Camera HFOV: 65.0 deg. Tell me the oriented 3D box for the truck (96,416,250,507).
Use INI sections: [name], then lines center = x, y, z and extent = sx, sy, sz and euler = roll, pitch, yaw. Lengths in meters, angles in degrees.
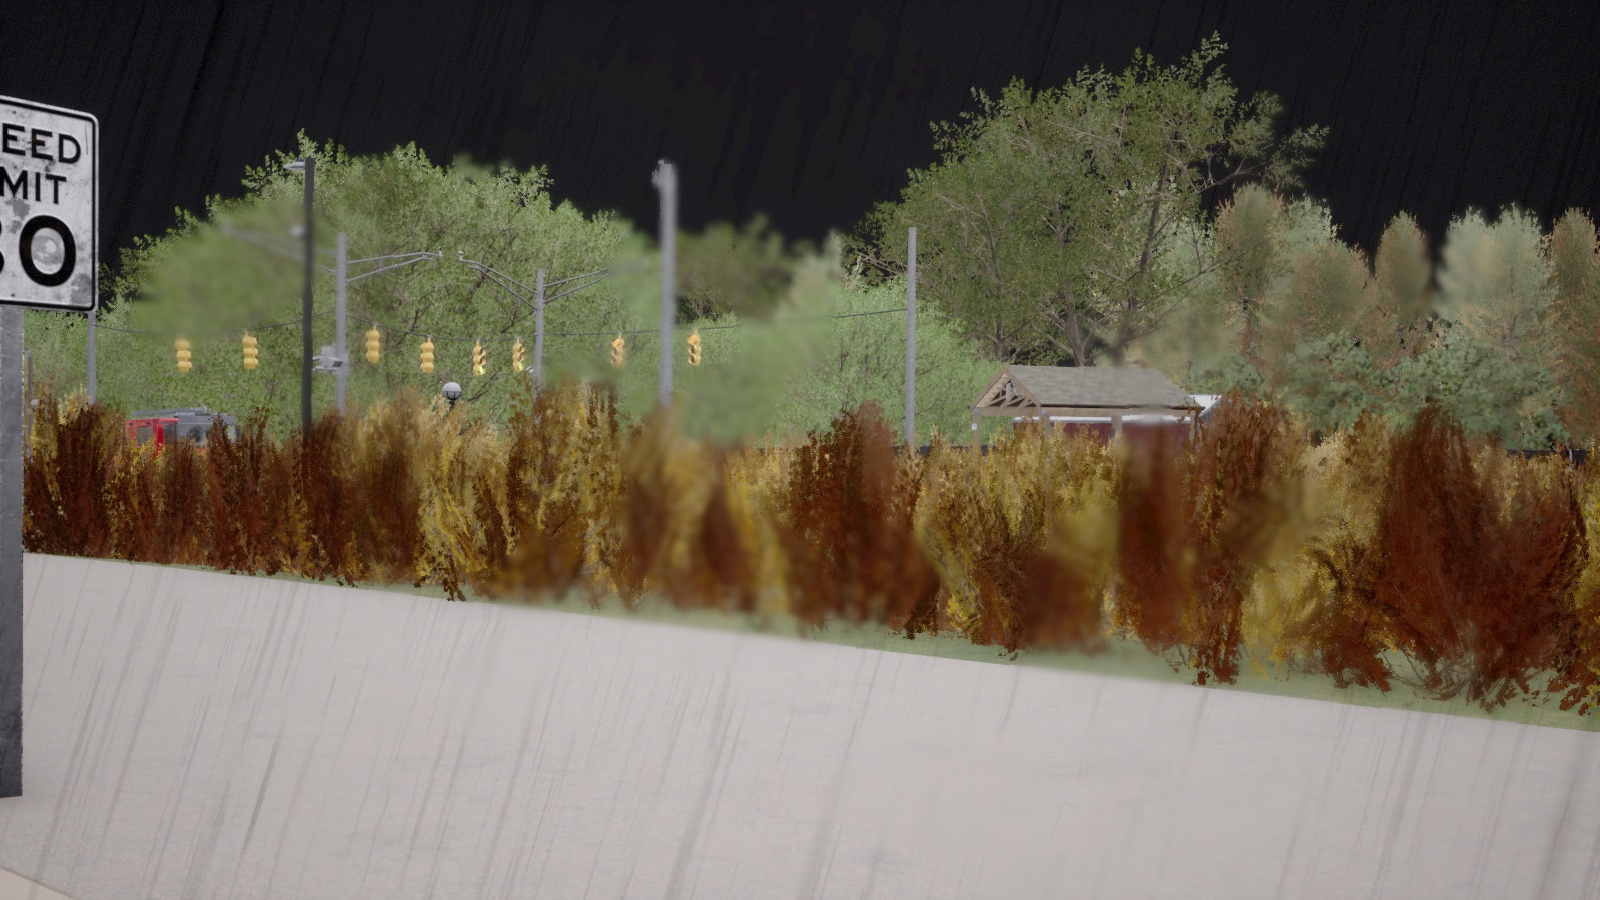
[truck]
center = -28.529, 0.575, 56.951
extent = 8.468, 3.827, 2.891
euler = -2, 0, 39
